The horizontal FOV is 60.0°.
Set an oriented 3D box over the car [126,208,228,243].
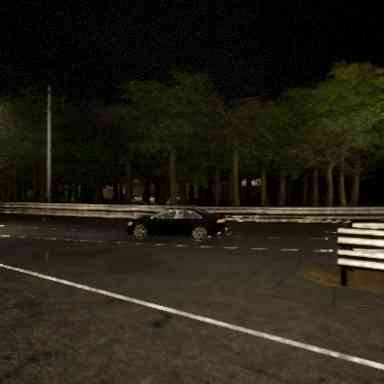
[{"bbox_3d":[-0.752,1.513,15.988,4.902,1.511,2.128,0,0,16],"label":"car"}]
